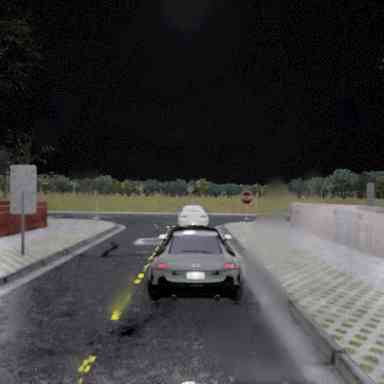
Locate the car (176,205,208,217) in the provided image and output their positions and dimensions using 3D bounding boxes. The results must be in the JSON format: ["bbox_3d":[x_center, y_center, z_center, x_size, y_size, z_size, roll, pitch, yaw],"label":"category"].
[{"bbox_3d":[-0.009,1.539,21.126,1.812,1.442,4.674,0,0,-3],"label":"car"}]

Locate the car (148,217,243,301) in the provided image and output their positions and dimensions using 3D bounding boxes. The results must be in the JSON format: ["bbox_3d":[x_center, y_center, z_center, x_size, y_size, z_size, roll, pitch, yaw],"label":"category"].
[{"bbox_3d":[0.082,1.568,8.373,1.994,1.385,4.181,0,0,0],"label":"car"}]
